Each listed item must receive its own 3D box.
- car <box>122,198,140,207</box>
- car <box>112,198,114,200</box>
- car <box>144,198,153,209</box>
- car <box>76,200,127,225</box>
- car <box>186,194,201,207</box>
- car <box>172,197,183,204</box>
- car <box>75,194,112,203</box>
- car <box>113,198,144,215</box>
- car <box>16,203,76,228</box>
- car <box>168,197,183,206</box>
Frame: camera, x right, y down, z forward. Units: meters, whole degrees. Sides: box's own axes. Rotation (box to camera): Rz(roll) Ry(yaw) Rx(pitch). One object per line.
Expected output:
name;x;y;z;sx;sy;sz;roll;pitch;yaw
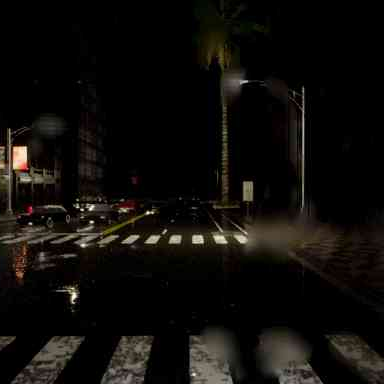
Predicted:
car;-9.578;1.635;52.358;1.895;1.301;4.718;0;0;1
car;-9.656;1.510;42.428;2.128;1.511;4.902;0;0;1
car;-6.395;1.527;44.575;1.837;1.490;4.892;0;0;0
car;-6.495;1.553;24.189;2.033;1.411;5.357;0;0;0
car;0.229;1.259;53.439;2.150;2.045;5.566;0;0;0
car;-2.870;1.632;67.690;1.994;1.385;4.181;0;0;0
car;-9.708;1.231;32.144;2.150;2.045;5.566;0;0;0
car;-6.445;1.536;34.145;1.812;1.442;4.674;0;0;0
car;-9.766;1.605;22.386;1.895;1.301;4.718;0;0;1
car;-2.909;1.607;56.160;1.994;1.385;4.181;0;0;0
